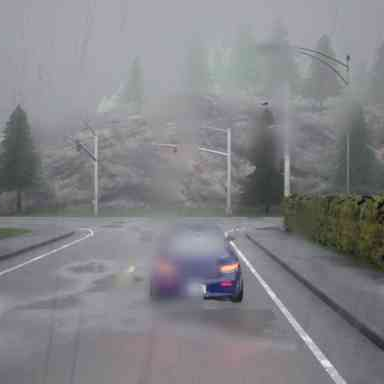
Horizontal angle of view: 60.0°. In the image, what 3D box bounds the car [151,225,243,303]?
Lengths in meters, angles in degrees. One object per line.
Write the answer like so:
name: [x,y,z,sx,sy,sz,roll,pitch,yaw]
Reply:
car: [0.103,1.526,8.091,1.812,1.442,4.674,0,0,0]
